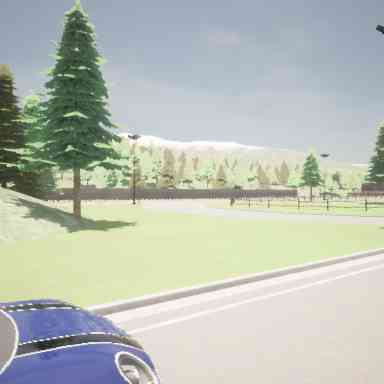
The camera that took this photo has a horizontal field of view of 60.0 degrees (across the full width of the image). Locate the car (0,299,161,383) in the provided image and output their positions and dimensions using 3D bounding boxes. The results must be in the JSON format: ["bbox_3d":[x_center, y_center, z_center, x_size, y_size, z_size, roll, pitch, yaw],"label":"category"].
[{"bbox_3d":[-2.391,1.351,2.043,4.553,1.767,2.097,0,0,-35],"label":"car"}]
